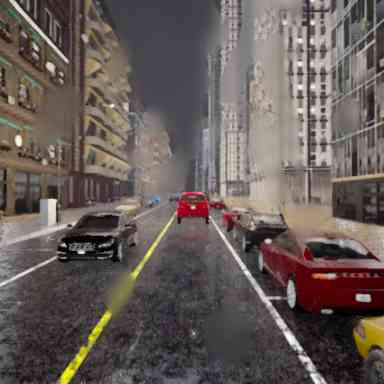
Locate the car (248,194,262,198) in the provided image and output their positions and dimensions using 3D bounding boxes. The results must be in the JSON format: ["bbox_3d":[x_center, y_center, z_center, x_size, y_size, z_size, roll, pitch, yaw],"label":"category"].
[{"bbox_3d":[17.850,1.036,93.153,4.403,1.369,2.008,0,-1,0],"label":"car"}]

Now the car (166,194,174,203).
[{"bbox_3d":[-3.046,1.229,58.219,1.895,1.301,4.718,0,0,0],"label":"car"}]

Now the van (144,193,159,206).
[{"bbox_3d":[-5.709,1.030,47.396,1.690,1.788,3.998,1,0,0],"label":"van"}]

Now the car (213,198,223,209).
[{"bbox_3d":[2.643,1.305,35.888,1.887,1.381,4.507,1,0,0],"label":"car"}]

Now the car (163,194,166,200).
[{"bbox_3d":[-5.736,1.110,75.883,1.802,1.307,4.206,1,0,0],"label":"car"}]

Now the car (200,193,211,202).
[{"bbox_3d":[2.623,1.030,64.378,1.967,1.590,4.097,1,0,0],"label":"car"}]

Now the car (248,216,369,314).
[{"bbox_3d":[2.665,1.493,7.400,1.887,1.381,4.507,1,0,0],"label":"car"}]

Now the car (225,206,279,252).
[{"bbox_3d":[2.661,1.460,13.097,2.008,1.369,4.403,1,0,0],"label":"car"}]

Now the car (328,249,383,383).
[{"bbox_3d":[2.670,1.512,1.872,1.752,1.417,4.829,1,0,0],"label":"car"}]

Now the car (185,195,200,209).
[{"bbox_3d":[0.068,1.231,41.648,1.837,1.490,4.892,0,1,0],"label":"car"}]

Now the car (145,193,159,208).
[{"bbox_3d":[-5.706,1.164,41.698,1.967,1.590,4.097,1,0,0],"label":"car"}]

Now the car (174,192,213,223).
[{"bbox_3d":[0.077,1.060,23.887,2.150,2.045,5.566,0,1,0],"label":"car"}]

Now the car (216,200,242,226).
[{"bbox_3d":[2.657,1.415,18.794,1.887,1.381,4.507,1,0,0],"label":"car"}]

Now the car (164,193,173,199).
[{"bbox_3d":[-5.740,1.065,81.580,1.947,1.339,4.313,1,0,0],"label":"car"}]

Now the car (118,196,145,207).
[{"bbox_3d":[-5.699,1.322,30.134,1.752,1.417,4.829,1,0,0],"label":"car"}]

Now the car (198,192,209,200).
[{"bbox_3d":[2.616,0.844,75.775,2.192,1.841,5.009,1,0,0],"label":"car"}]

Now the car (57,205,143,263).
[{"bbox_3d":[-3.110,1.422,11.777,1.837,1.490,4.892,0,0,0],"label":"car"}]
